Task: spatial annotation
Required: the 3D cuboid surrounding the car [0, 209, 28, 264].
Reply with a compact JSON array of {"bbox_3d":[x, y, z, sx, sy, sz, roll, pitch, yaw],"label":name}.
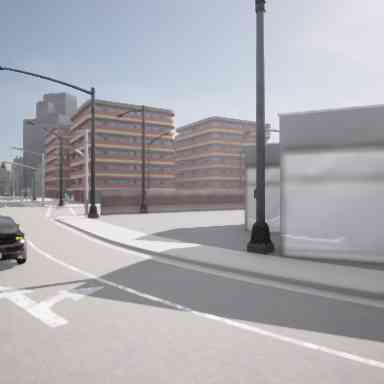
[{"bbox_3d":[-6.826,1.515,11.064,1.837,1.490,4.892,0,0,-37],"label":"car"}]
